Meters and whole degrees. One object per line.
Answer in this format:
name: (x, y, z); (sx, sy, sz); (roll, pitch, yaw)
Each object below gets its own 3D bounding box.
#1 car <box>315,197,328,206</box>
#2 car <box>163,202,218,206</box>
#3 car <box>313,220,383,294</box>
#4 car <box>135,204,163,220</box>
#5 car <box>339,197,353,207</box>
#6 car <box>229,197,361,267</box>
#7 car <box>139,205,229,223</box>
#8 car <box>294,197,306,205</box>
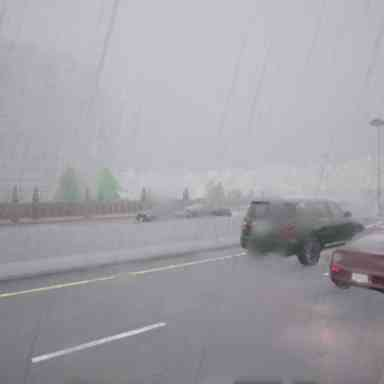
car: (22.574, 1.552, 58.105); (2.033, 1.411, 5.357); (0, 0, 20)
car: (0.670, 1.514, 23.280); (1.882, 1.535, 5.008); (0, 0, 45)
car: (5.059, 1.520, 8.039); (4.674, 1.442, 1.812); (0, 0, -40)
car: (-1.768, 1.598, 25.692); (5.357, 1.411, 2.033); (0, 0, -45)
car: (23.648, 1.515, 51.260); (1.812, 1.442, 4.674); (0, 0, 23)
car: (4.070, 1.226, 11.783); (5.566, 2.045, 2.150); (0, 0, -42)
car: (-0.340, 1.595, 17.540); (4.181, 1.385, 1.994); (0, 0, -42)
car: (19.846, 1.621, 60.969); (1.895, 1.301, 4.718); (0, 0, 19)
